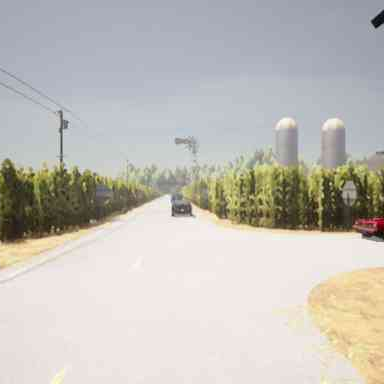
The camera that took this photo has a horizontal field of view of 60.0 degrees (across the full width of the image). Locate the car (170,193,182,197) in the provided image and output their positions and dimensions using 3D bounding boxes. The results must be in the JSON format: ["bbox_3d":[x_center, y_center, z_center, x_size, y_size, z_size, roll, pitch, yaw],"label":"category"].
[{"bbox_3d":[-2.712,1.215,59.382,2.150,2.045,5.566,0,0,-4],"label":"car"}]

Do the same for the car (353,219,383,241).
[{"bbox_3d":[10.234,1.597,15.642,4.718,1.301,1.895,0,0,-3],"label":"car"}]

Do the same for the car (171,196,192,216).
[{"bbox_3d":[-1.030,1.473,32.259,1.882,1.535,5.008,0,0,-3],"label":"car"}]
